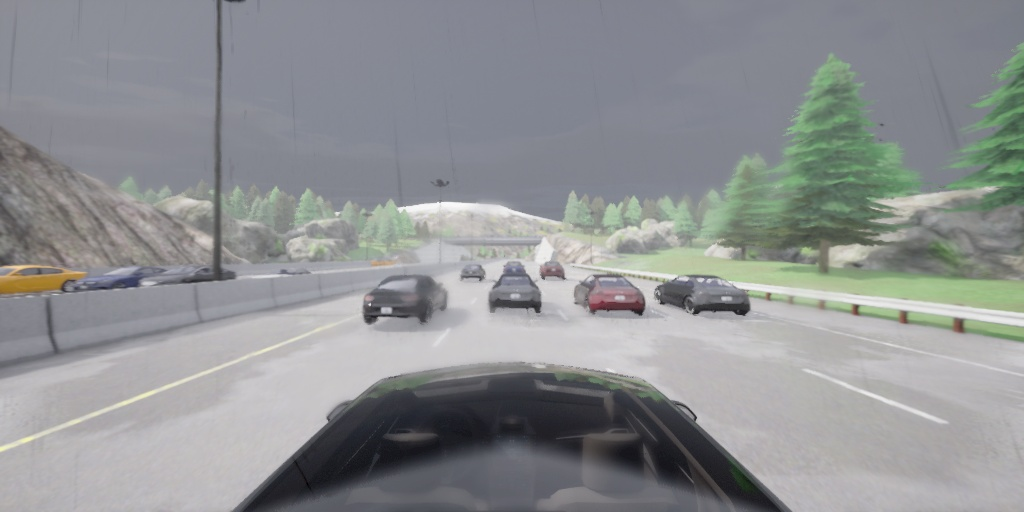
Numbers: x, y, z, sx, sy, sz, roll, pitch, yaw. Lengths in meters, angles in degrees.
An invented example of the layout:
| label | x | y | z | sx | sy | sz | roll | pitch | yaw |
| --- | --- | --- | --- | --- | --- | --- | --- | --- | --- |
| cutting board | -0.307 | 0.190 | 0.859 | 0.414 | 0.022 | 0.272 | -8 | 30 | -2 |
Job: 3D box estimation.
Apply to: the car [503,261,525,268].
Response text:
| label | x | y | z | sx | sy | sz | roll | pitch | yaw |
| --- | --- | --- | --- | --- | --- | --- | --- | --- | --- |
| car | 0.185 | 1.242 | 34.105 | 2.097 | 1.767 | 4.553 | 0 | 0 | 0 |

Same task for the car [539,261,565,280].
| label | x | y | z | sx | sy | sz | roll | pitch | yaw |
| --- | --- | --- | --- | --- | --- | --- | --- | --- | --- |
| car | 3.684 | 1.252 | 33.805 | 2.097 | 1.767 | 4.553 | 0 | 0 | 0 |

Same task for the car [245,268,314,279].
| label | x | y | z | sx | sy | sz | roll | pitch | yaw |
| --- | --- | --- | --- | --- | --- | --- | --- | --- | --- |
| car | -14.033 | 1.393 | 22.172 | 1.895 | 1.301 | 4.718 | 0 | 0 | 0 |

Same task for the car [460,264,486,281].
| label | x | y | z | sx | sy | sz | roll | pitch | yaw |
| --- | --- | --- | --- | --- | --- | --- | --- | --- | --- |
| car | -3.324 | 1.414 | 31.314 | 2.033 | 1.411 | 5.357 | 0 | 0 | 0 |

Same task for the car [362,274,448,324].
| label | x | y | z | sx | sy | sz | roll | pitch | yaw |
| --- | --- | --- | --- | --- | --- | --- | --- | --- | --- |
| car | -3.368 | 1.309 | 11.966 | 1.812 | 1.442 | 4.674 | 0 | 0 | 0 |

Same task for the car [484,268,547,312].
| label | x | y | z | sx | sy | sz | roll | pitch | yaw |
| --- | --- | --- | --- | --- | --- | --- | --- | --- | --- |
| car | 0.126 | 1.369 | 14.489 | 1.994 | 1.385 | 4.181 | 0 | 0 | 0 |

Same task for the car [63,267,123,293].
| label | x | y | z | sx | sy | sz | roll | pitch | yaw |
| --- | --- | --- | --- | --- | --- | --- | --- | --- | --- |
| car | -21.039 | 1.285 | 19.947 | 1.812 | 1.442 | 4.674 | 0 | 0 | 0 |

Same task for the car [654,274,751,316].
| label | x | y | z | sx | sy | sz | roll | pitch | yaw |
| --- | --- | --- | --- | --- | --- | --- | --- | --- | --- |
| car | 7.124 | 1.390 | 13.890 | 1.994 | 1.385 | 4.181 | 0 | 0 | 0 |

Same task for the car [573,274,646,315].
| label | x | y | z | sx | sy | sz | roll | pitch | yaw |
| --- | --- | --- | --- | --- | --- | --- | --- | --- | --- |
| car | 3.624 | 1.379 | 14.019 | 1.994 | 1.385 | 4.181 | 0 | 0 | 0 |

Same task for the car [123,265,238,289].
| label | x | y | z | sx | sy | sz | roll | pitch | yaw |
| --- | --- | --- | --- | --- | --- | --- | --- | --- | --- |
| car | -17.546 | 1.261 | 19.738 | 2.128 | 1.511 | 4.902 | 0 | 0 | 0 |

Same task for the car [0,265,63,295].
| label | x | y | z | sx | sy | sz | roll | pitch | yaw |
| --- | --- | --- | --- | --- | --- | --- | --- | --- | --- |
| car | -24.555 | 1.216 | 17.805 | 1.882 | 1.535 | 5.008 | 0 | 0 | 0 |
